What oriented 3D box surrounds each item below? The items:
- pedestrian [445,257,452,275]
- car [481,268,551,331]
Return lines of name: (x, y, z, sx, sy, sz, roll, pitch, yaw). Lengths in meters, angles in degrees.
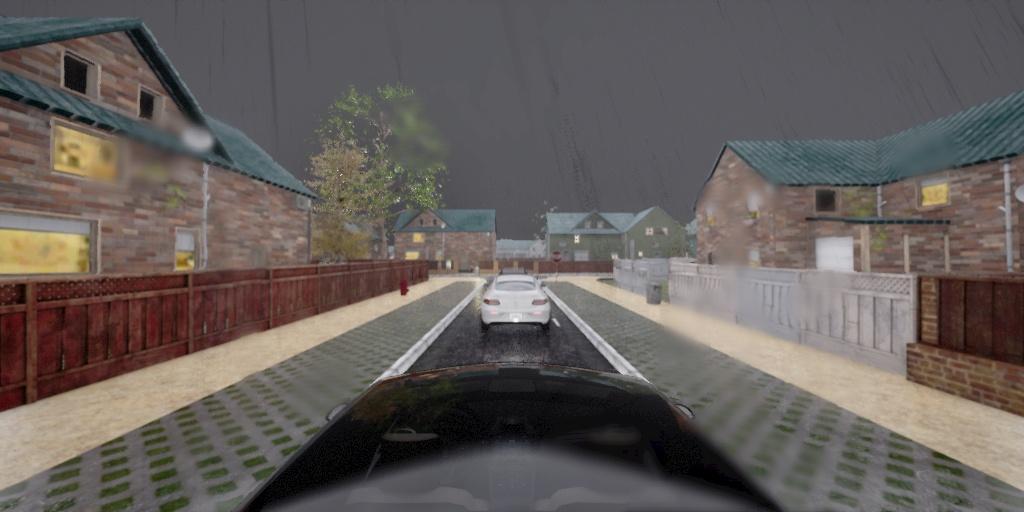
pedestrian: (-6.727, 1.044, 37.986, 0.375, 1.860, 0.375, 0, -1, 1)
car: (0.090, 1.260, 10.851, 1.812, 1.442, 4.674, 0, 0, 0)
